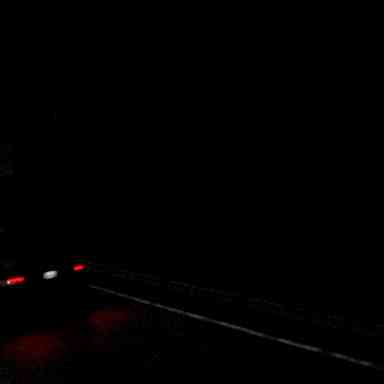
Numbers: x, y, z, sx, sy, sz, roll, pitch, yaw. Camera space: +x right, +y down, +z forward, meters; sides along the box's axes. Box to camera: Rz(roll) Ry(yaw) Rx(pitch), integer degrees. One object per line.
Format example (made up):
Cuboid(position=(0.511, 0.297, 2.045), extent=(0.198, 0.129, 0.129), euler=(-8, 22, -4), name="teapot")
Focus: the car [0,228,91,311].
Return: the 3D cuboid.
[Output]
Cuboid(position=(-4.519, 1.552, 7.636), extent=(5.357, 1.411, 2.033), euler=(0, 0, 39), name="car")
